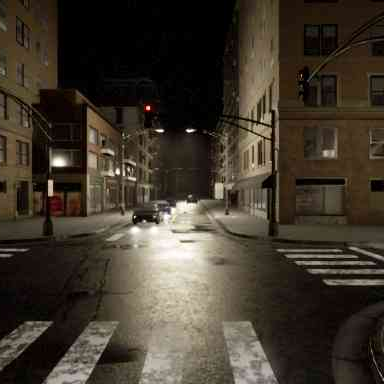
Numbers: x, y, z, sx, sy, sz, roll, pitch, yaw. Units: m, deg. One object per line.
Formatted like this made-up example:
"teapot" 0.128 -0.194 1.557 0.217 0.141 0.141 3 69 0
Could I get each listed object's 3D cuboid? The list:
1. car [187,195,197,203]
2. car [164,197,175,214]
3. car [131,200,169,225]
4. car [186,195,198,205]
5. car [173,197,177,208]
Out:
"car" 0.007 1.445 69.617 2.128 1.511 4.902 0 0 0
"car" -3.145 1.546 34.437 1.994 1.385 4.181 0 0 0
"car" -3.132 1.538 24.521 2.033 1.411 5.357 0 0 0
"car" 0.022 1.453 59.253 2.128 1.511 4.902 0 0 0
"car" -3.151 1.462 47.025 2.128 1.511 4.902 0 0 0
